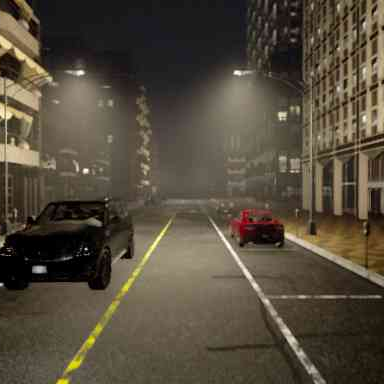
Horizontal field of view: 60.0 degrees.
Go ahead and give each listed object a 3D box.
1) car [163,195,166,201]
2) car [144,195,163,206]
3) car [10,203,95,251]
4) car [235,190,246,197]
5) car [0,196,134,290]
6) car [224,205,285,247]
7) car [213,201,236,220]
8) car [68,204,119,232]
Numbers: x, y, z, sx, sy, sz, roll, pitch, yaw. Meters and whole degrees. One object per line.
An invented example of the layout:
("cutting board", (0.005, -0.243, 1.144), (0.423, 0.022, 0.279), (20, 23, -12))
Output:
("car", (-5.825, 1.242, 53.822), (2.008, 1.369, 4.403), (0, 0, 0))
("car", (-5.811, 1.273, 48.174), (2.008, 1.369, 4.403), (0, 0, 0))
("car", (-5.725, 1.356, 14.282), (1.967, 1.590, 4.097), (0, 0, 0))
("car", (14.476, 0.533, 86.749), (5.009, 1.841, 2.192), (-1, 1, -1))
("car", (-3.026, 1.168, 9.316), (2.150, 2.045, 5.566), (0, 0, 0))
("car", (2.655, 1.457, 14.304), (1.887, 1.381, 4.507), (0, 0, 0))
("car", (2.626, 1.396, 25.601), (2.008, 1.369, 4.403), (0, 0, 0))
("car", (-5.739, 1.464, 19.932), (1.802, 1.307, 4.206), (0, 0, 0))
